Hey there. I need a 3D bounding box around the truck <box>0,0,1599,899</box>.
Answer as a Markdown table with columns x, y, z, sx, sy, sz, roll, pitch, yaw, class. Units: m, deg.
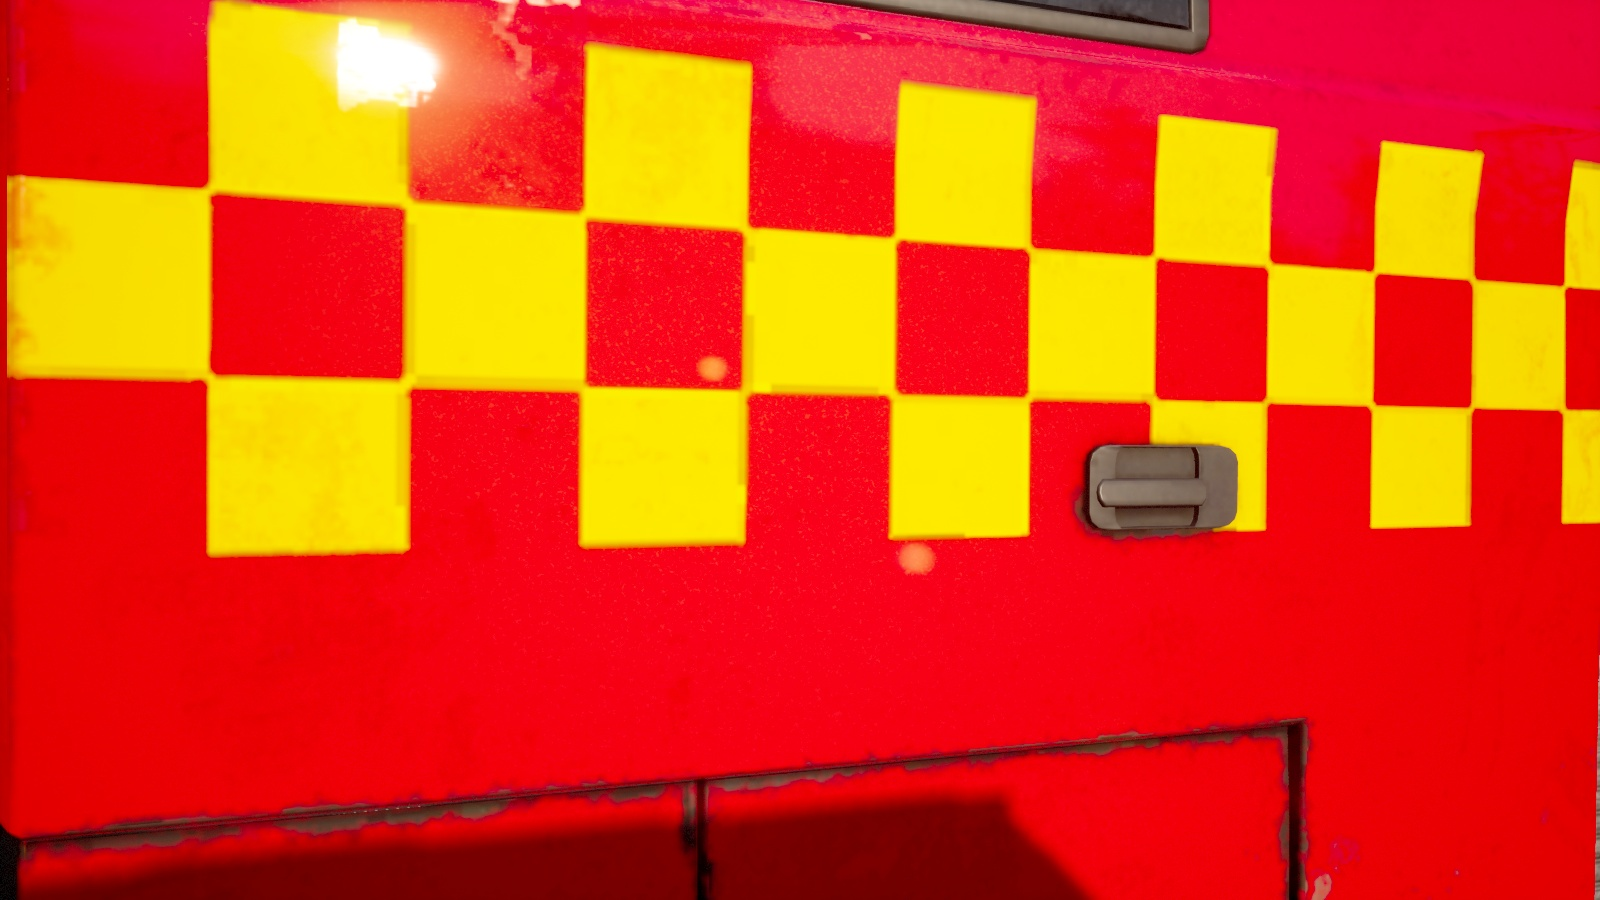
| x | y | z | sx | sy | sz | roll | pitch | yaw | class |
| --- | --- | --- | --- | --- | --- | --- | --- | --- | --- |
| 0.048 | -0.420 | 3.242 | 8.468 | 3.827 | 2.891 | -1 | 1 | -21 | truck |
